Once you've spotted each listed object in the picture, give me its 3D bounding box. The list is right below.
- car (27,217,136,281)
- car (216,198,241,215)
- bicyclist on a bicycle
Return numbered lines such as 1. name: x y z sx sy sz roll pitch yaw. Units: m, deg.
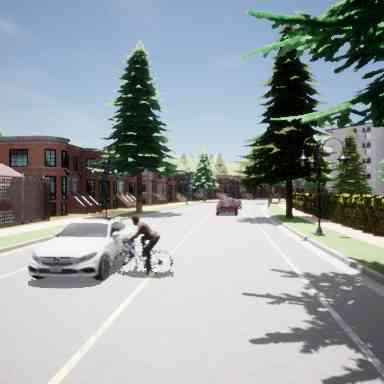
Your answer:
1. car: -2.981 1.526 10.041 1.812 1.442 4.674 0 0 5
2. car: 3.652 1.351 33.902 2.097 1.767 4.553 0 0 9
3. bicyclist on a bicycle: -1.343 1.454 8.947 1.656 1.620 0.582 -2 0 4
